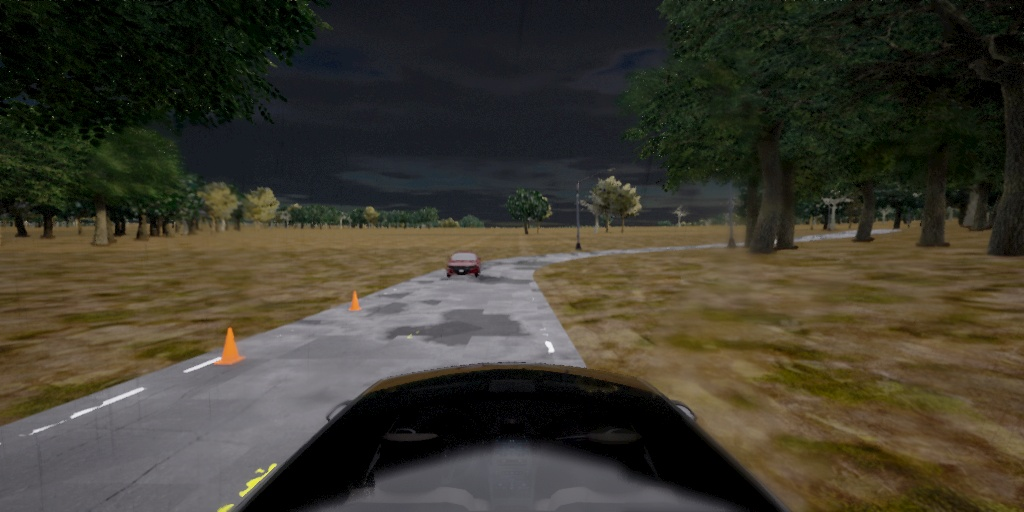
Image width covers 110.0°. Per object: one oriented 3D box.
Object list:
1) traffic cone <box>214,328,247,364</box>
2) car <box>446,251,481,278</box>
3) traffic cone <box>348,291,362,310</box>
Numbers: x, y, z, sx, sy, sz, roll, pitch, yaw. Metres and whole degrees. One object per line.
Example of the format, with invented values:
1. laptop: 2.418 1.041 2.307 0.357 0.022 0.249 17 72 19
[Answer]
1. traffic cone: -4.948 1.555 6.310 0.340 0.580 0.340 0 0 0
2. car: -2.976 0.449 22.606 1.882 1.535 5.008 0 3 -3
3. traffic cone: -4.946 1.389 11.307 0.340 0.580 0.340 0 0 0
